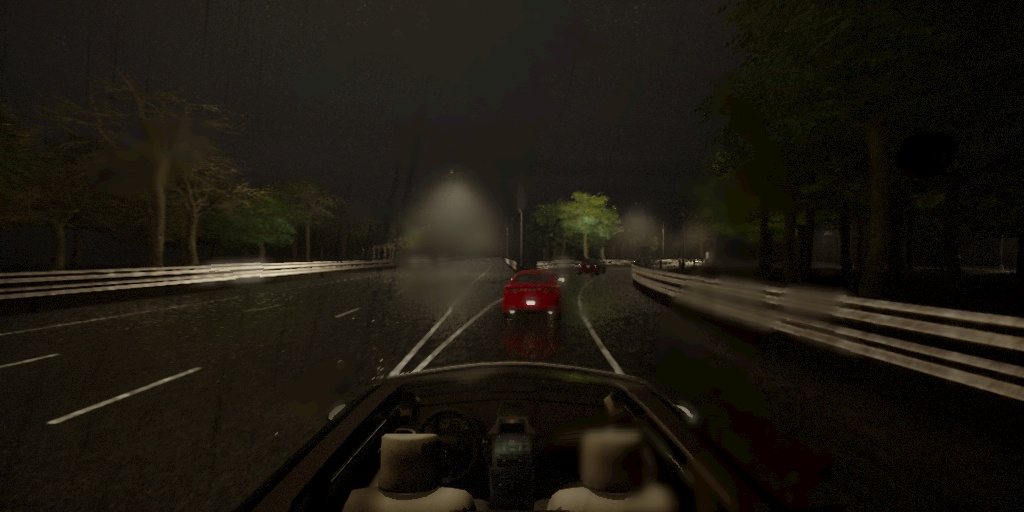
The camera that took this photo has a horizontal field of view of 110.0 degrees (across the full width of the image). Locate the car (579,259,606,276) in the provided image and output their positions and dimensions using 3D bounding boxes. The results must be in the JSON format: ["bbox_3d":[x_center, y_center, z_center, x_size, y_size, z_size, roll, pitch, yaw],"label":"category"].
[{"bbox_3d":[8.710,1.132,38.625,2.097,1.767,4.553,0,0,26],"label":"car"}]

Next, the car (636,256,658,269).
[{"bbox_3d":[22.082,1.023,58.494,2.150,2.045,5.566,0,0,41],"label":"car"}]

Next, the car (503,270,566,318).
[{"bbox_3d":[0.905,1.249,13.067,1.882,1.535,5.008,0,0,8],"label":"car"}]
